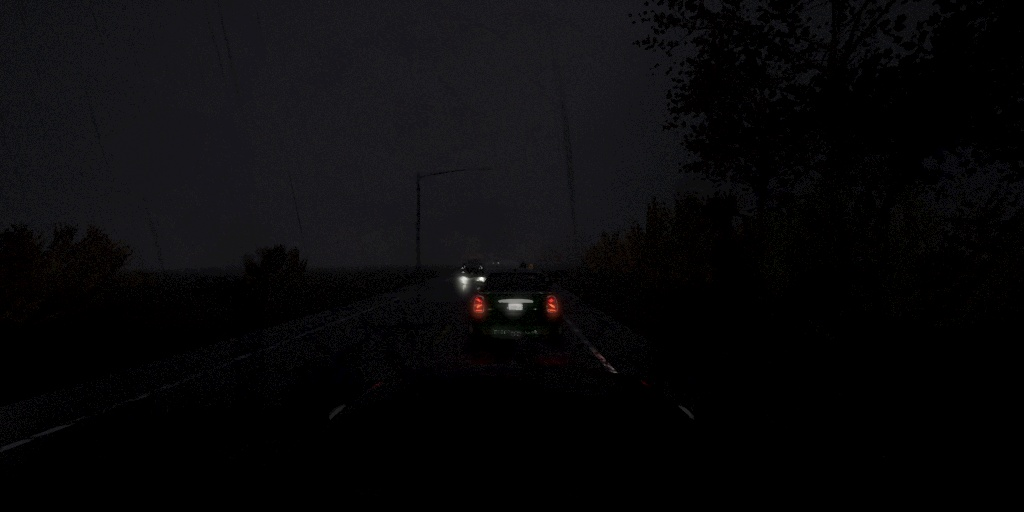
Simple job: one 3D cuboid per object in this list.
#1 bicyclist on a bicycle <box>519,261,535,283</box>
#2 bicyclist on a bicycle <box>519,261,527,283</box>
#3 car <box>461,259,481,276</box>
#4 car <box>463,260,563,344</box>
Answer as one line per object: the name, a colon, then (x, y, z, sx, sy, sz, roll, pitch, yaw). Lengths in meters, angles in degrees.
bicyclist on a bicycle: (0.904, 1.180, 17.095, 0.866, 1.612, 1.509, 0, 0, 0)
bicyclist on a bicycle: (0.842, 1.193, 27.212, 0.582, 1.620, 1.656, 0, 0, 0)
car: (-3.795, 1.090, 35.888, 2.097, 1.767, 4.553, 0, 0, -1)
car: (0.073, 1.099, 9.751, 2.097, 1.767, 4.553, 0, 0, 0)
